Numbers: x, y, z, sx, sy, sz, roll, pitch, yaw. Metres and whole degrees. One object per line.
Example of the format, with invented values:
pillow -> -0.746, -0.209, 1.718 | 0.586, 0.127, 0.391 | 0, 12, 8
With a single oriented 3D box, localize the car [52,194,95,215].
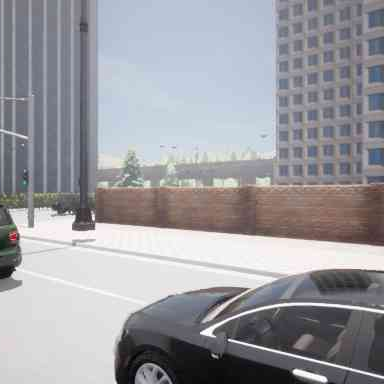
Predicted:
car -> -11.288, 1.221, 33.576 | 2.150, 2.045, 5.566 | 0, 0, 35

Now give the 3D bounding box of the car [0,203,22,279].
car -> -6.715, 1.221, 8.752 | 5.566, 2.045, 2.150 | 0, 0, 35

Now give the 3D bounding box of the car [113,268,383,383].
car -> 1.368, 1.505, 3.016 | 4.892, 1.490, 1.837 | 0, 0, 35
